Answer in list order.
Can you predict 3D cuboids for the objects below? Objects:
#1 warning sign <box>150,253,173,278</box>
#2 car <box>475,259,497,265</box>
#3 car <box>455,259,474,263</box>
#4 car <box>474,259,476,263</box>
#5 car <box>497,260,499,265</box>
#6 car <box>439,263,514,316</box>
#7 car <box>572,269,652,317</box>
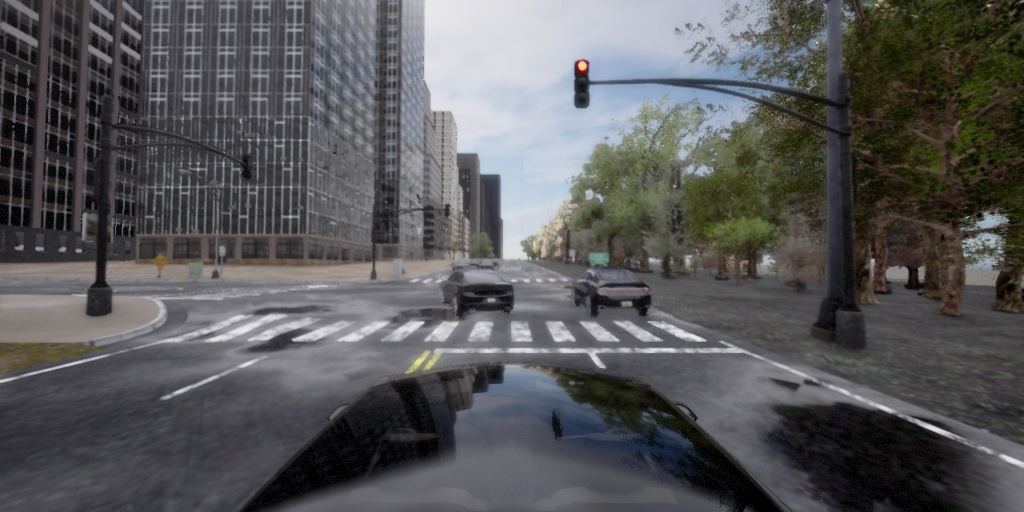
[{"bbox_3d":[-26.170,0.711,26.636,1.060,1.860,1.300,0,0,-4],"label":"warning sign"},{"bbox_3d":[-3.347,1.216,47.220,1.882,1.535,5.008,0,0,0],"label":"car"},{"bbox_3d":[-6.597,1.302,47.177,1.994,1.385,4.181,0,0,0],"label":"car"},{"bbox_3d":[-6.554,1.282,64.288,2.033,1.411,5.357,0,0,1],"label":"car"},{"bbox_3d":[-3.307,1.335,64.191,1.895,1.301,4.718,0,0,1],"label":"car"},{"bbox_3d":[-1.501,1.224,13.592,1.882,1.535,5.008,1,0,-20],"label":"car"},{"bbox_3d":[3.343,1.200,12.810,2.128,1.511,4.902,0,-1,0],"label":"car"}]
